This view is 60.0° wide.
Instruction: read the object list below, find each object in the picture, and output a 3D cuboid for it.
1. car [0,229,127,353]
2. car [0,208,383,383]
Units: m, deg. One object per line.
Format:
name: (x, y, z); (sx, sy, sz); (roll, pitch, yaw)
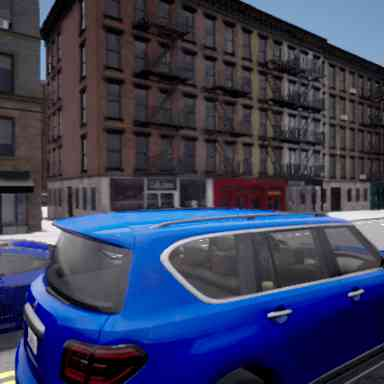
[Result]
car: (-3.555, 1.526, 5.139); (4.674, 1.442, 1.812); (0, 0, -35)
car: (0.957, 1.219, 4.123); (5.566, 2.045, 2.150); (0, 0, -36)
